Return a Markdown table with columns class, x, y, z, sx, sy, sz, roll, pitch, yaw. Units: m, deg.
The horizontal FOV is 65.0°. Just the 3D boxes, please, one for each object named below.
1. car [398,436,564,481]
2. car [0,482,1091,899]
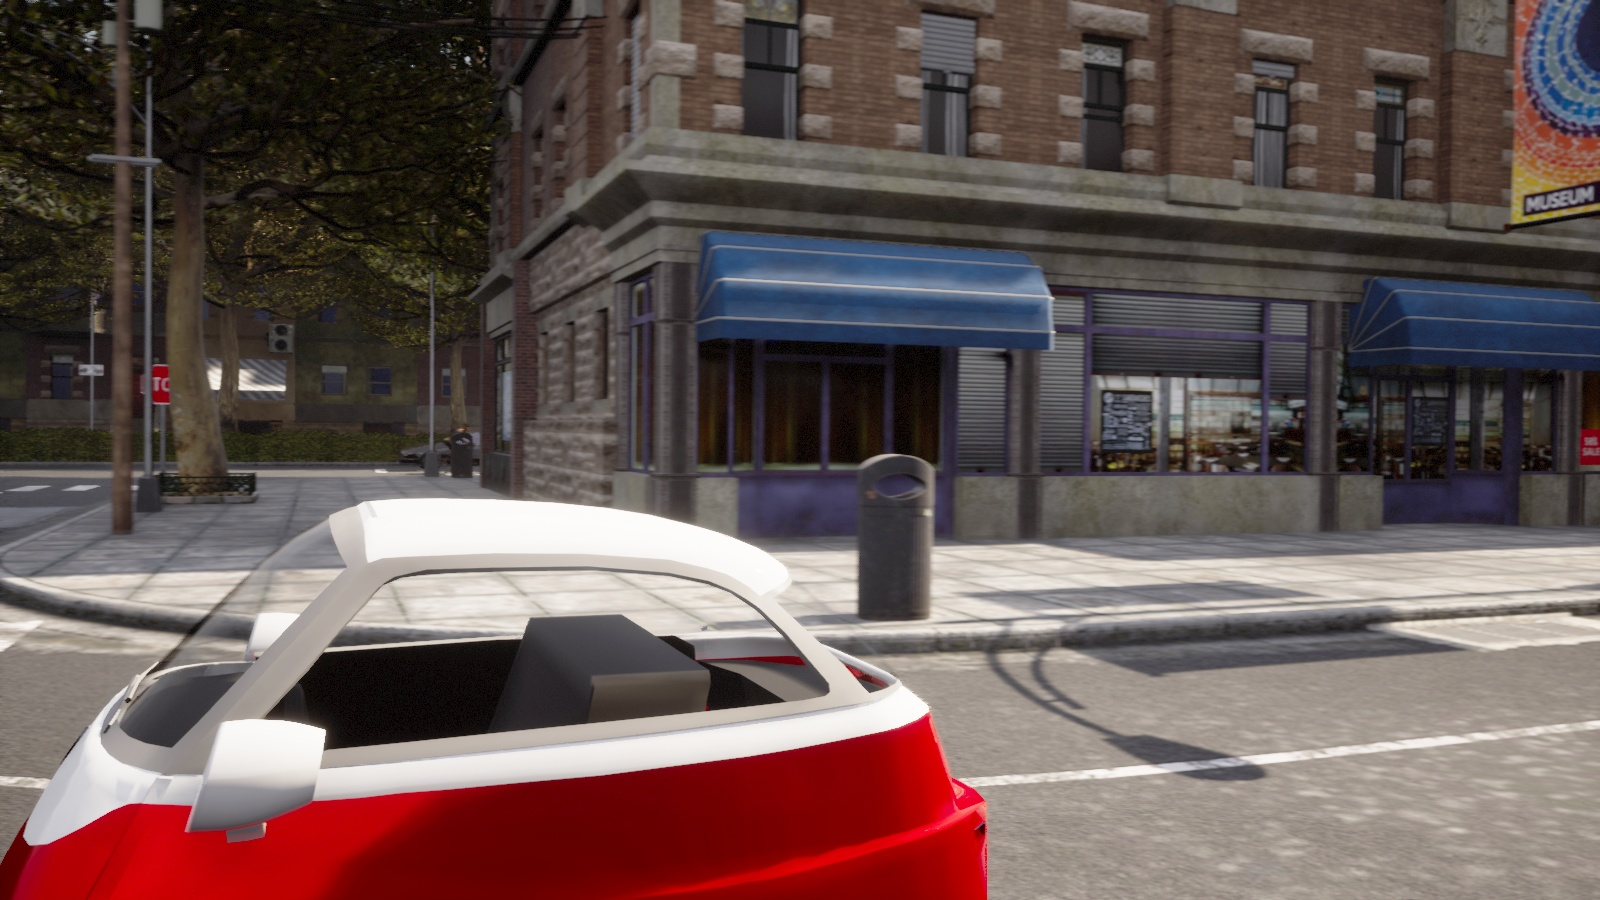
| class | x | y | z | sx | sy | sz | roll | pitch | yaw |
| --- | --- | --- | --- | --- | --- | --- | --- | --- | --- |
| car | -11.035 | 0.258 | 43.463 | 5.357 | 1.411 | 2.033 | -1 | 1 | -21 |
| car | -0.673 | 0.812 | 2.984 | 2.207 | 1.376 | 1.481 | -1 | 1 | -21 |
